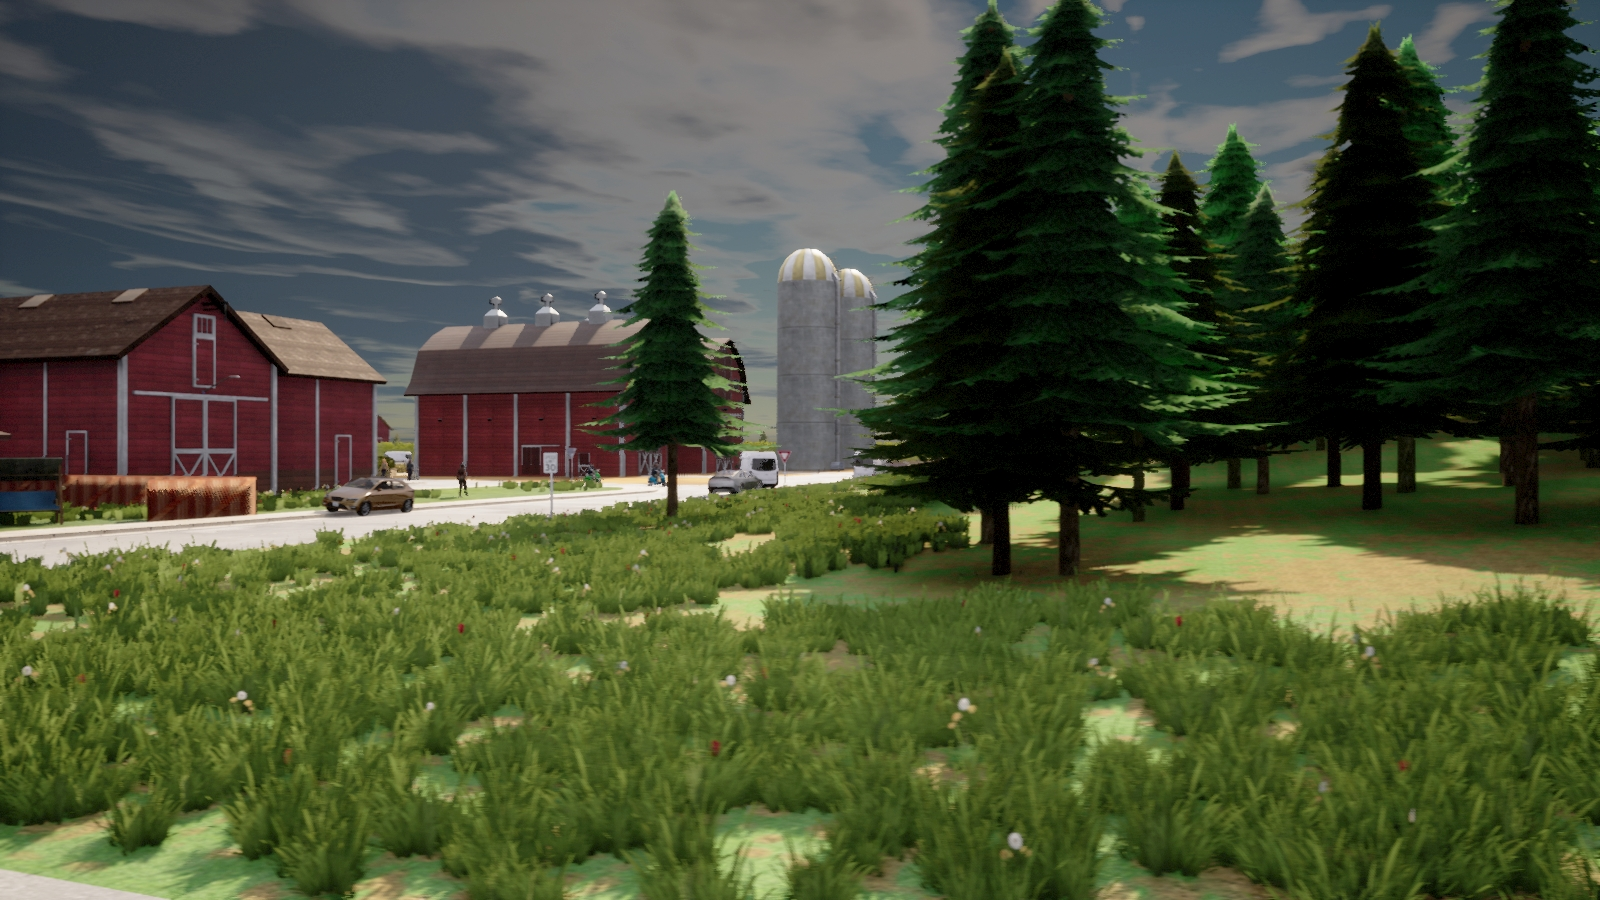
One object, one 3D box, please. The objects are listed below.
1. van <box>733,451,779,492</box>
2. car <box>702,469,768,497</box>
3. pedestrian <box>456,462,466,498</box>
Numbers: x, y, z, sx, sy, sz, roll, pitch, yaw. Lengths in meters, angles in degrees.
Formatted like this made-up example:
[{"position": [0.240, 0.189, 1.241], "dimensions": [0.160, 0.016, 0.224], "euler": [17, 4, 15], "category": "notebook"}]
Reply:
[{"position": [-2.968, 1.364, 75.950], "dimensions": [1.988, 2.561, 5.915], "euler": [1, 0, -13], "category": "van"}, {"position": [-3.751, 1.908, 67.048], "dimensions": [2.128, 1.511, 4.902], "euler": [0, 0, 20], "category": "car"}, {"position": [-17.476, 1.545, 58.950], "dimensions": [0.375, 1.860, 0.375], "euler": [0, 0, 10], "category": "pedestrian"}]
